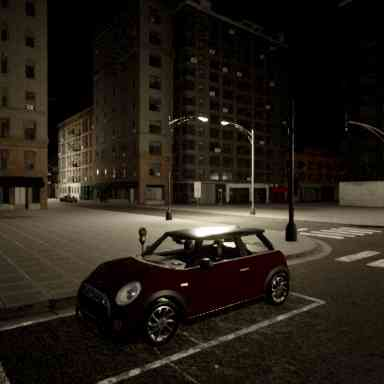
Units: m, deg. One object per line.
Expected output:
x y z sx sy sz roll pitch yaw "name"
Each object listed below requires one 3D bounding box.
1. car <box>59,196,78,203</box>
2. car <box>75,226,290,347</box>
-22.034 1.275 59.084 1.895 1.301 4.718 0 0 -38 "car"
-0.029 1.440 6.285 4.097 1.590 1.967 0 0 -38 "car"
